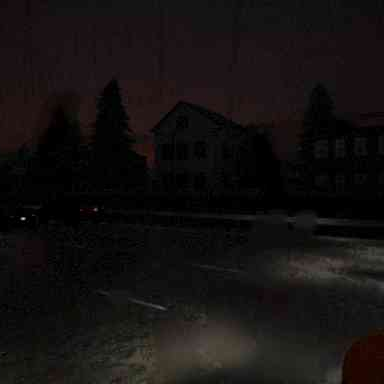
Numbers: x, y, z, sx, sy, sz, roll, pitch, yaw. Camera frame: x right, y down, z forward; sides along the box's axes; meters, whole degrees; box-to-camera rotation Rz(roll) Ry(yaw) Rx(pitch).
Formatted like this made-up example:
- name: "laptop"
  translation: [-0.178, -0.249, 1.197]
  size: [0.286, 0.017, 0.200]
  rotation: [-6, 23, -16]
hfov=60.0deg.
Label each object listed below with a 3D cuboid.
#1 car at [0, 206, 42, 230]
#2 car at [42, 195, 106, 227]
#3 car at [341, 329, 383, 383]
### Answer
- name: "car"
  translation: [-11.658, 1.558, 20.907]
  size: [4.181, 1.385, 1.994]
  rotation: [0, 0, 36]
- name: "car"
  translation: [-8.345, 1.216, 22.843]
  size: [5.566, 2.045, 2.150]
  rotation: [0, 0, 36]
- name: "car"
  translation: [3.407, 1.478, 1.561]
  size: [5.008, 1.535, 1.882]
  rotation: [0, 0, 35]
